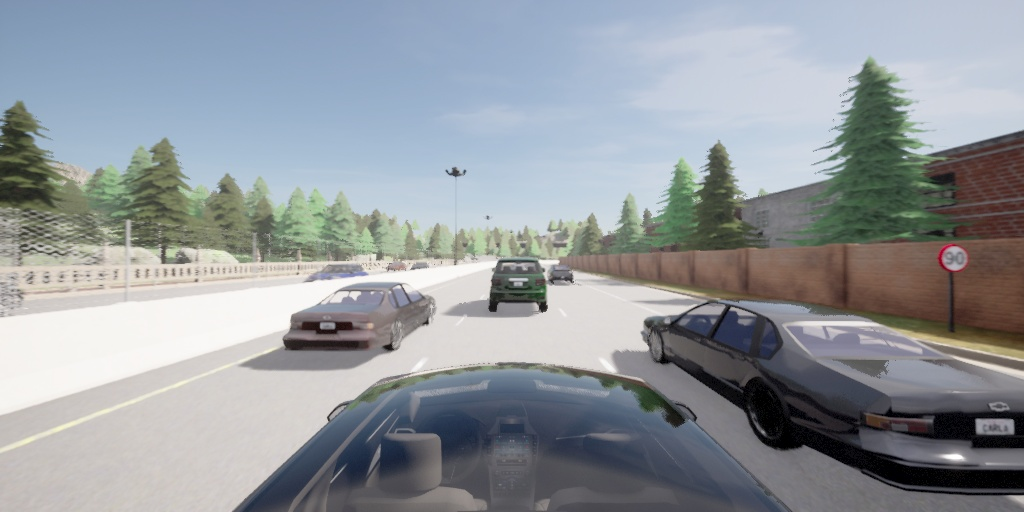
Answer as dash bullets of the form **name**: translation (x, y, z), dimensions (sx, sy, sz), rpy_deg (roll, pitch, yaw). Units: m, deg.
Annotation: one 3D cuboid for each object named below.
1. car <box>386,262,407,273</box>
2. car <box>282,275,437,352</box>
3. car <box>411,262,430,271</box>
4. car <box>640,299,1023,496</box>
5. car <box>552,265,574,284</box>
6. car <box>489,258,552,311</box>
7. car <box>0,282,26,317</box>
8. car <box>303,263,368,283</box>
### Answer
- **car**: translation (-16.732, 1.580, 52.311), dimensions (1.812, 1.442, 4.674), rpy_deg (0, 0, 1)
- **car**: translation (-3.344, 1.352, 9.087), dimensions (2.033, 1.411, 5.357), rpy_deg (0, 0, 1)
- **car**: translation (-13.233, 1.678, 52.226), dimensions (1.837, 1.490, 4.892), rpy_deg (0, -1, 1)
- **car**: translation (3.611, 1.335, 5.173), dimensions (2.033, 1.411, 5.357), rpy_deg (0, 0, 1)
- **car**: translation (4.010, 1.492, 30.354), dimensions (2.128, 1.511, 4.902), rpy_deg (0, 0, 1)
- **car**: translation (0.261, 1.087, 15.209), dimensions (2.150, 2.045, 5.566), rpy_deg (0, 0, 1)
- **car**: translation (-17.517, 1.285, 10.075), dimensions (1.837, 1.490, 4.892), rpy_deg (0, 0, 1)
- **car**: translation (-10.329, 1.244, 21.402), dimensions (2.097, 1.767, 4.553), rpy_deg (0, 0, 1)
